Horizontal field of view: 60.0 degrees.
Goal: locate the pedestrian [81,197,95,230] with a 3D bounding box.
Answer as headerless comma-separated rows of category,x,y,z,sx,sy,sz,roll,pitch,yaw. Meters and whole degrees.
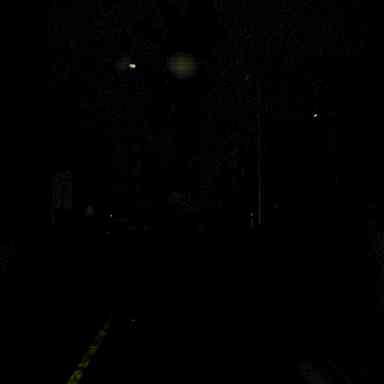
pedestrian,-5.702,1.139,18.334,0.375,1.860,0.375,1,-1,0

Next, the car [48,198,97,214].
car,-12.963,1.511,36.305,4.553,1.767,2.097,0,-1,-1

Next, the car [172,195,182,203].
car,-3.101,1.405,68.672,1.882,1.535,5.008,0,0,0

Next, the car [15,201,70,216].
car,-14.748,1.615,33.021,4.674,1.442,1.812,0,-1,-1

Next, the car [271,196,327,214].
car,10.442,1.349,33.487,5.008,1.535,1.882,-1,-1,-1

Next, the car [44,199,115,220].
car,-8.819,1.462,26.021,5.357,1.411,2.033,-1,-1,9

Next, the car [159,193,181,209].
car,-3.216,1.184,46.215,2.150,2.045,5.566,0,0,4

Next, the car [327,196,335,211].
car,13.449,1.256,36.795,4.553,1.767,2.097,-1,-1,-1
